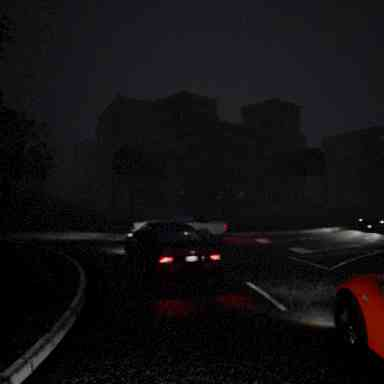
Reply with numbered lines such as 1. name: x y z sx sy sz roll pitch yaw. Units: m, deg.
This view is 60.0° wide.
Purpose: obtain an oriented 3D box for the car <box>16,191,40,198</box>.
1. car: -37.257 0.509 75.673 4.792 1.488 2.163 1 1 -22

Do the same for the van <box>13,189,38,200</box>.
1. van: -32.808 0.521 65.699 4.442 1.987 1.878 1 1 -25

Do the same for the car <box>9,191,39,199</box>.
1. car: -34.219 0.674 68.065 5.366 1.575 1.946 1 1 -24

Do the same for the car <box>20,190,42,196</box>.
1. car: -40.357 0.291 83.391 4.792 1.488 2.163 1 1 -20

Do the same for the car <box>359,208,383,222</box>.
1. car: 12.169 1.380 19.150 5.357 1.411 2.033 -3 1 -21

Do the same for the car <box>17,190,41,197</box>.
1. car: -38.316 0.410 78.190 4.892 1.521 2.231 1 1 -21

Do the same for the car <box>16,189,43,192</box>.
1. car: -26.952 0.909 53.481 4.553 1.767 2.185 1 1 -26

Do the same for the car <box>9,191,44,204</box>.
1. car: -25.761 1.089 51.000 4.892 1.521 2.231 1 1 -26

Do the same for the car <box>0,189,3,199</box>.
1. car: -38.822 0.630 67.081 2.128 1.511 4.902 1 1 -23

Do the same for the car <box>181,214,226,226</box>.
1. car: -0.651 1.750 17.026 4.718 1.301 1.895 1 0 9

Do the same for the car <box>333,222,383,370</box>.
1. car: 3.268 1.425 3.426 2.097 1.767 4.553 1 -1 1

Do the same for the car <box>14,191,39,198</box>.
1. car: -36.259 0.577 73.134 4.792 1.488 2.163 1 1 -23

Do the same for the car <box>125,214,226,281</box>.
1. car: -0.813 1.634 10.232 2.033 1.411 5.357 1 -1 -19

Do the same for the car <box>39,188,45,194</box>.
1. car: -29.408 0.673 58.400 5.566 2.045 2.435 1 1 -26
